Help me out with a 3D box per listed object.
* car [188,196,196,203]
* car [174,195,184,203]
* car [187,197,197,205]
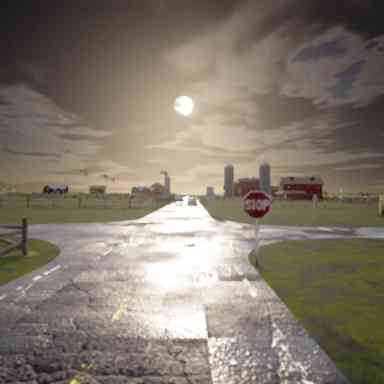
[{"bbox_3d":[0.010,1.770,76.356,1.882,1.535,5.008,0,0,0],"label":"car"},{"bbox_3d":[-2.741,1.498,71.357,1.837,1.490,4.892,0,0,0],"label":"car"},{"bbox_3d":[0.010,1.901,65.933,2.033,1.411,5.357,0,0,0],"label":"car"}]
